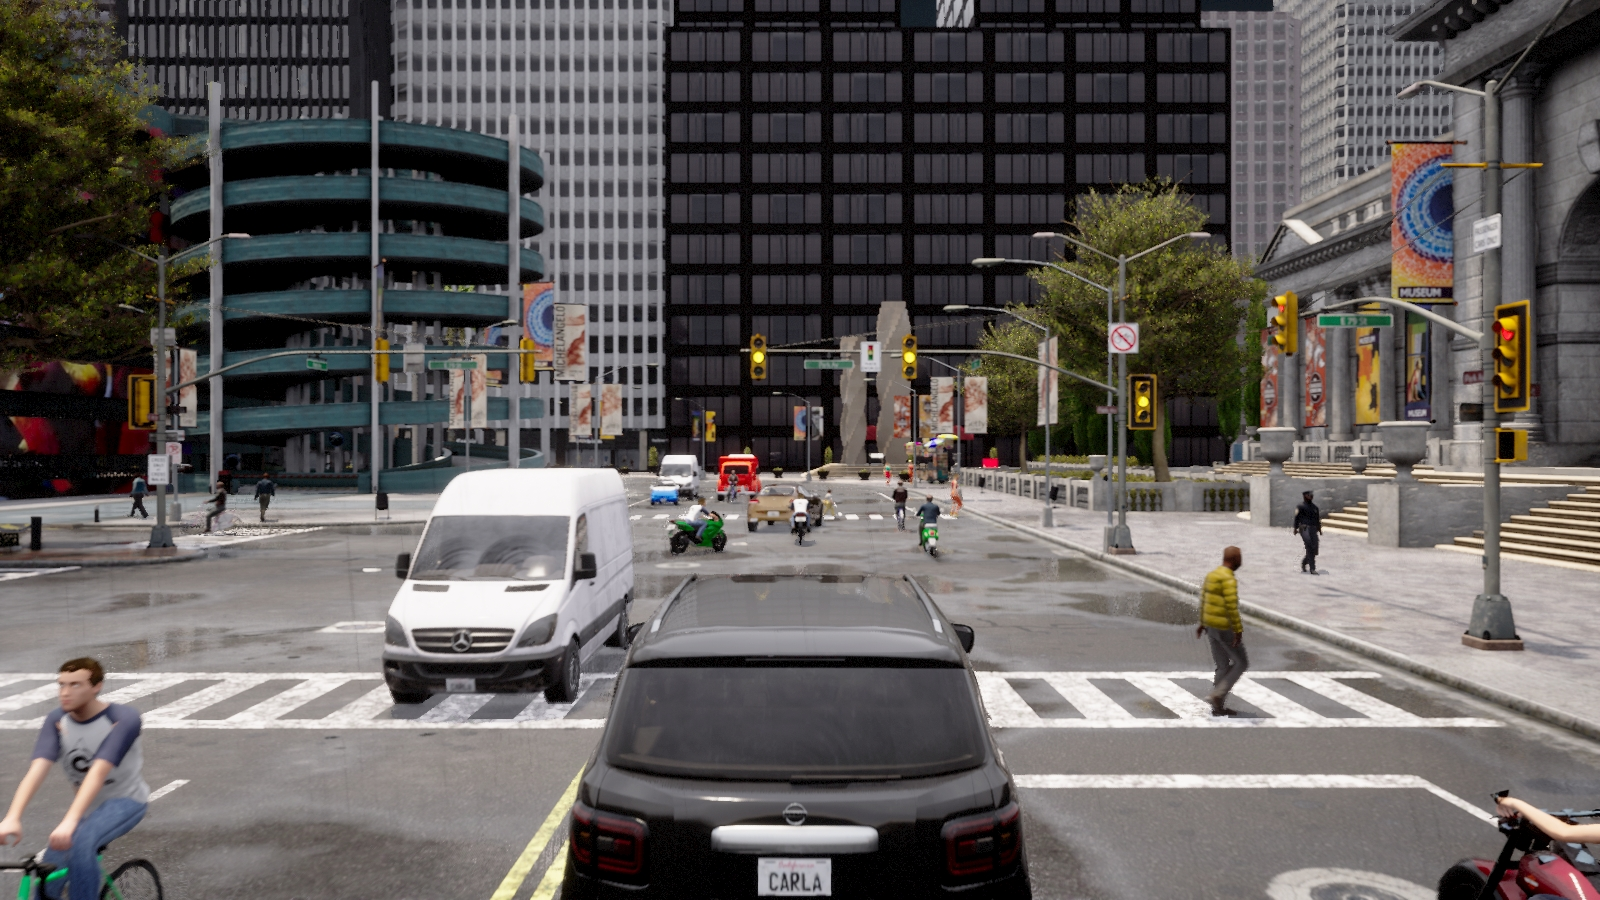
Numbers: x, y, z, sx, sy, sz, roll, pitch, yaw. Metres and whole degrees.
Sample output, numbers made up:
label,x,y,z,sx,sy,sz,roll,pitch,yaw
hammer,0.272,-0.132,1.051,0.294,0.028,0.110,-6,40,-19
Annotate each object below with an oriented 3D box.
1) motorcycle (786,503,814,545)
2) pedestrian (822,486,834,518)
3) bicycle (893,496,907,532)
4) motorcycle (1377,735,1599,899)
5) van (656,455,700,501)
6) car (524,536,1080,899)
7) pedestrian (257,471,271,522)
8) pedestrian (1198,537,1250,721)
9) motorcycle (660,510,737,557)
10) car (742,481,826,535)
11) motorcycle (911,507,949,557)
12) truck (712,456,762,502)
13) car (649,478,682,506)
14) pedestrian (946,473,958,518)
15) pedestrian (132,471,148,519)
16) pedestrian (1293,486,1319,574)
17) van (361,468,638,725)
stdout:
label,x,y,z,sx,sy,sz,roll,pitch,yaw
motorcycle,-0.001,2.239,34.729,0.803,1.145,2.033,0,0,0
pedestrian,1.179,2.163,47.803,0.375,1.300,0.375,0,0,-18
bicycle,3.506,2.239,40.281,0.329,1.171,1.835,0,0,0
motorcycle,3.495,2.174,4.989,0.764,1.277,2.356,0,0,0
van,-7.041,1.583,66.446,1.988,2.561,5.915,0,0,-1
car,0.026,1.788,7.210,2.150,2.045,5.566,0,0,0
pedestrian,-19.877,1.727,42.368,0.375,1.860,0.375,0,0,-14
pedestrian,4.434,1.858,11.953,0.375,1.860,0.375,0,0,-6
motorcycle,-2.751,2.236,31.025,2.033,1.145,0.803,0,-1,-45
car,-0.494,2.022,41.098,2.152,1.651,5.027,0,0,9
motorcycle,3.528,2.205,31.144,0.856,1.236,1.805,0,0,0
truck,-3.530,1.615,65.301,2.627,2.467,5.204,0,0,-1
car,-6.978,2.163,59.493,1.481,1.376,2.207,0,0,0
pedestrian,6.304,1.883,47.397,0.375,1.860,0.375,0,0,-17
pedestrian,-25.479,1.730,44.101,0.375,1.860,0.375,0,0,10
pedestrian,10.878,1.715,24.550,0.375,1.860,0.375,0,0,-7
van,-3.503,1.546,14.668,1.988,2.561,5.915,0,0,0
